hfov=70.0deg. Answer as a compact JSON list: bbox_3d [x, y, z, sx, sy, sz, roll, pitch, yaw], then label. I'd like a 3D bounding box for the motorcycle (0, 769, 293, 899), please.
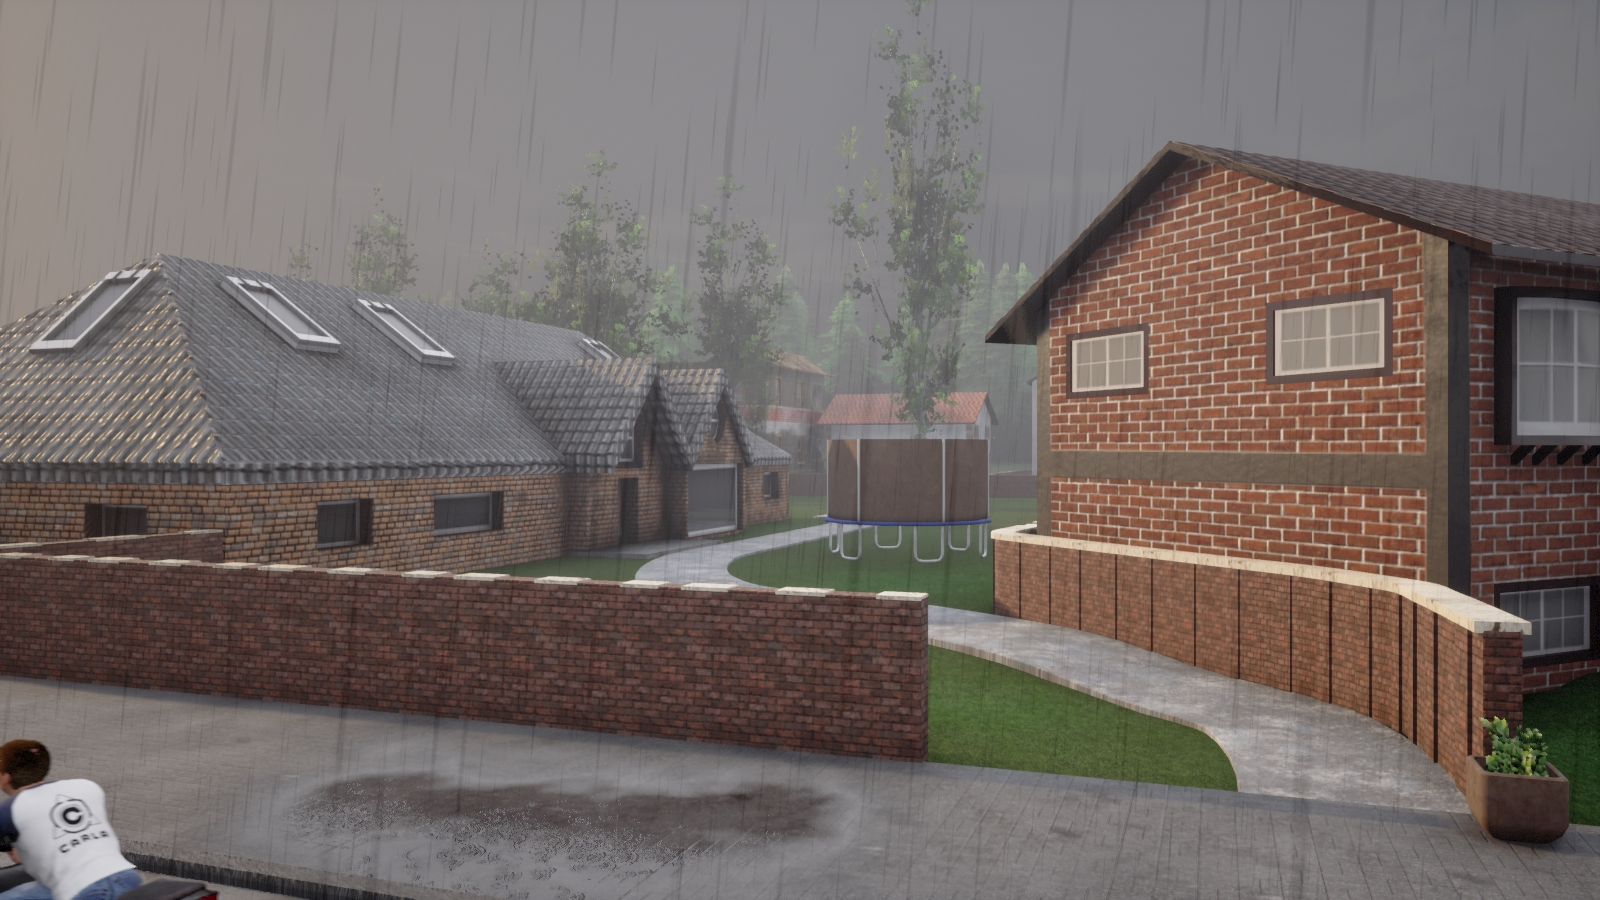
[{"bbox_3d":[-3.334,2.185,5.035,2.033,1.199,0.803,-1,0,21],"label":"motorcycle"}]
